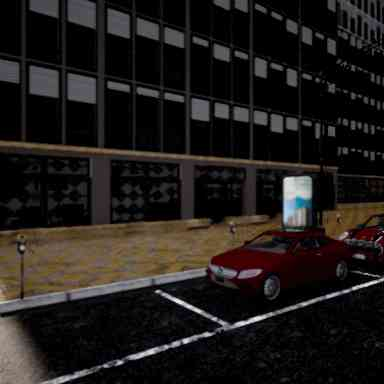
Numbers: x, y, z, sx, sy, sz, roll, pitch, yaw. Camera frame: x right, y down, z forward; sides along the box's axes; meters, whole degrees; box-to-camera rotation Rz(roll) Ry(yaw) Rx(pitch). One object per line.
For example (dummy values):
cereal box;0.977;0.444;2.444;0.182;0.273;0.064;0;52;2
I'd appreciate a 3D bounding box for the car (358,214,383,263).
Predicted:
car;6.813;1.470;11.415;4.097;1.590;1.967;0;0;-35

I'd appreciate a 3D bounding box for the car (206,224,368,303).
car;2.292;1.598;8.193;4.206;1.307;1.802;0;0;-35
